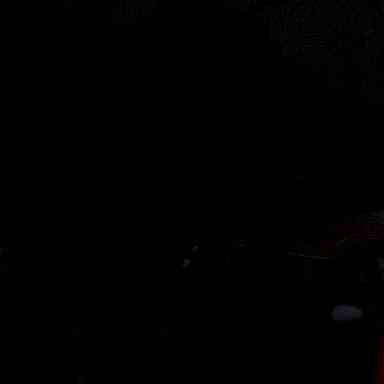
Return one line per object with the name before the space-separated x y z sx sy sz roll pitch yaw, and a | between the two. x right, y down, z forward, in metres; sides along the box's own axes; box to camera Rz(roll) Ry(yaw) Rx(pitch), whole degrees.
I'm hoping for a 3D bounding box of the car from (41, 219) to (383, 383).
car | 1.144 1.314 3.619 5.009 1.841 2.192 0 0 -35
